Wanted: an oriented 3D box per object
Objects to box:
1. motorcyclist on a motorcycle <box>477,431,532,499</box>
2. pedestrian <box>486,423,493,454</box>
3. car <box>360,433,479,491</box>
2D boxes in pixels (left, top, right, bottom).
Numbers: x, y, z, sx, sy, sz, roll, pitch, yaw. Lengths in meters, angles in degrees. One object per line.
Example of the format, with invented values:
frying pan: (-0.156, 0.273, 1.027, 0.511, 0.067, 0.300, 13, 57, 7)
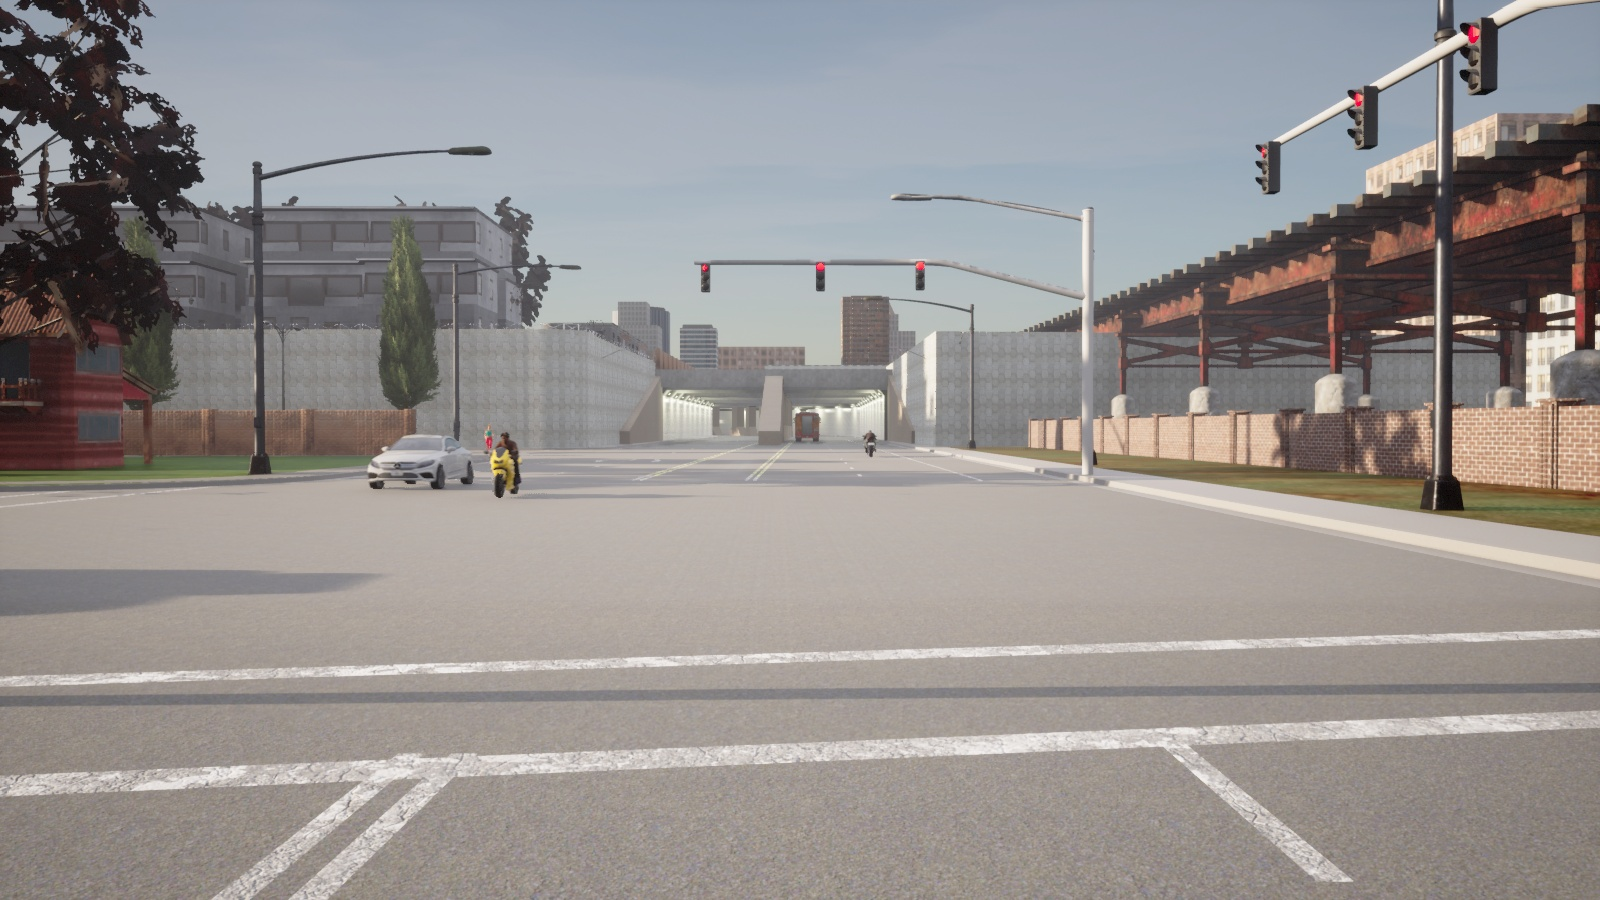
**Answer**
motorcyclist on a motorcycle: (-6.822, 0.326, 29.091, 0.797, 1.523, 2.044, 0, 1, 0)
pedestrian: (-18.072, -0.665, 72.991, 0.345, 1.836, 0.594, 0, 1, -10)
car: (-10.292, 0.279, 34.354, 1.812, 1.442, 4.674, 0, 1, 0)
